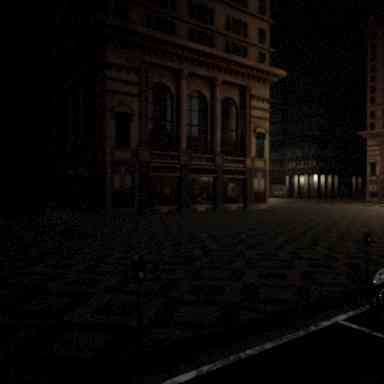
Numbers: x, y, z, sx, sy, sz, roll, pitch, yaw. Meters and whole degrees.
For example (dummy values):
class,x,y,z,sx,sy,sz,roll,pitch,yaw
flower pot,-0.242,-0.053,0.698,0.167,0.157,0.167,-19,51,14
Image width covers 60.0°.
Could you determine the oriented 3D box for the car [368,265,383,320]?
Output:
class,x,y,z,sx,sy,sz,roll,pitch,yaw
car,4.992,1.437,6.027,4.097,1.590,1.967,0,0,-35
